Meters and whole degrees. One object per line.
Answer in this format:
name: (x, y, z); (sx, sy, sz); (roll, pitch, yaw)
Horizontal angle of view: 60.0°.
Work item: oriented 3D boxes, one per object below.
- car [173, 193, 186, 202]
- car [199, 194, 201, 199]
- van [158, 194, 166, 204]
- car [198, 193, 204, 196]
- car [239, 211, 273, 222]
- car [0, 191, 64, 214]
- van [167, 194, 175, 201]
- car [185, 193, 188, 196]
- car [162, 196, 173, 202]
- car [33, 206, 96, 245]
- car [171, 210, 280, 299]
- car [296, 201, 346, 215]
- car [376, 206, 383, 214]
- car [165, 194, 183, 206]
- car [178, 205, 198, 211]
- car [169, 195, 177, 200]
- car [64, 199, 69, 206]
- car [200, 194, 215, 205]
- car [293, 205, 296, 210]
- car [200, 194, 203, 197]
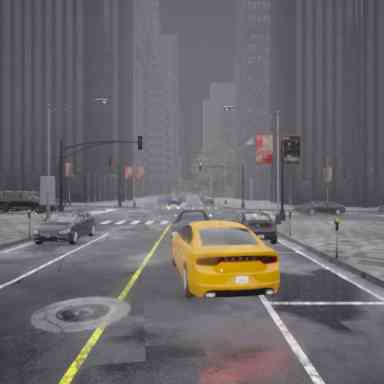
car: (-2.801, 1.503, 64.896); (2.128, 1.511, 4.902); (0, 0, 1)
car: (3.039, 1.564, 68.686); (2.008, 1.369, 4.403); (0, 0, 1)
van: (-5.534, 1.352, 63.247); (1.690, 1.788, 3.998); (0, 0, 1)
car: (3.088, 1.331, 74.199); (2.192, 1.841, 5.009); (0, 0, 1)
car: (2.761, 1.550, 15.477); (2.008, 1.369, 4.403); (0, 0, 0)
car: (-15.382, 0.963, 30.993); (5.566, 2.045, 2.150); (1, 0, 0)
van: (-5.339, 1.362, 85.296); (1.690, 1.788, 3.998); (0, 0, 1)
car: (-2.665, 1.241, 75.493); (2.150, 2.045, 5.566); (0, 0, 1)
car: (-5.437, 1.581, 74.271); (1.947, 1.339, 4.313); (0, 0, 1)
car: (-5.764, 1.550, 15.479); (2.008, 1.369, 4.403); (0, 0, 0)
car: (0.557, 1.477, 8.619); (1.882, 1.535, 5.008); (0, 0, -9)
car: (14.749, 1.808, 37.599); (4.892, 1.490, 1.837); (1, 0, 1)
car: (25.268, 1.998, 40.814); (4.902, 1.511, 2.128); (1, 0, 1)
car: (-2.912, 1.486, 55.322); (1.882, 1.535, 5.008); (0, 0, 1)
car: (0.049, 1.563, 16.168); (1.994, 1.385, 4.181); (0, 0, 0)
car: (-5.290, 1.568, 90.808); (1.887, 1.381, 4.507); (0, 0, 1)
car: (-15.655, 0.968, 34.287); (5.566, 2.045, 2.150); (1, 0, -1)
car: (2.941, 1.560, 57.660); (2.008, 1.369, 4.403); (0, 0, 1)
car: (14.900, 1.837, 40.859); (4.674, 1.442, 1.812); (1, 0, 2)
car: (2.992, 1.536, 63.343); (1.752, 1.417, 4.829); (0, 0, 1)
